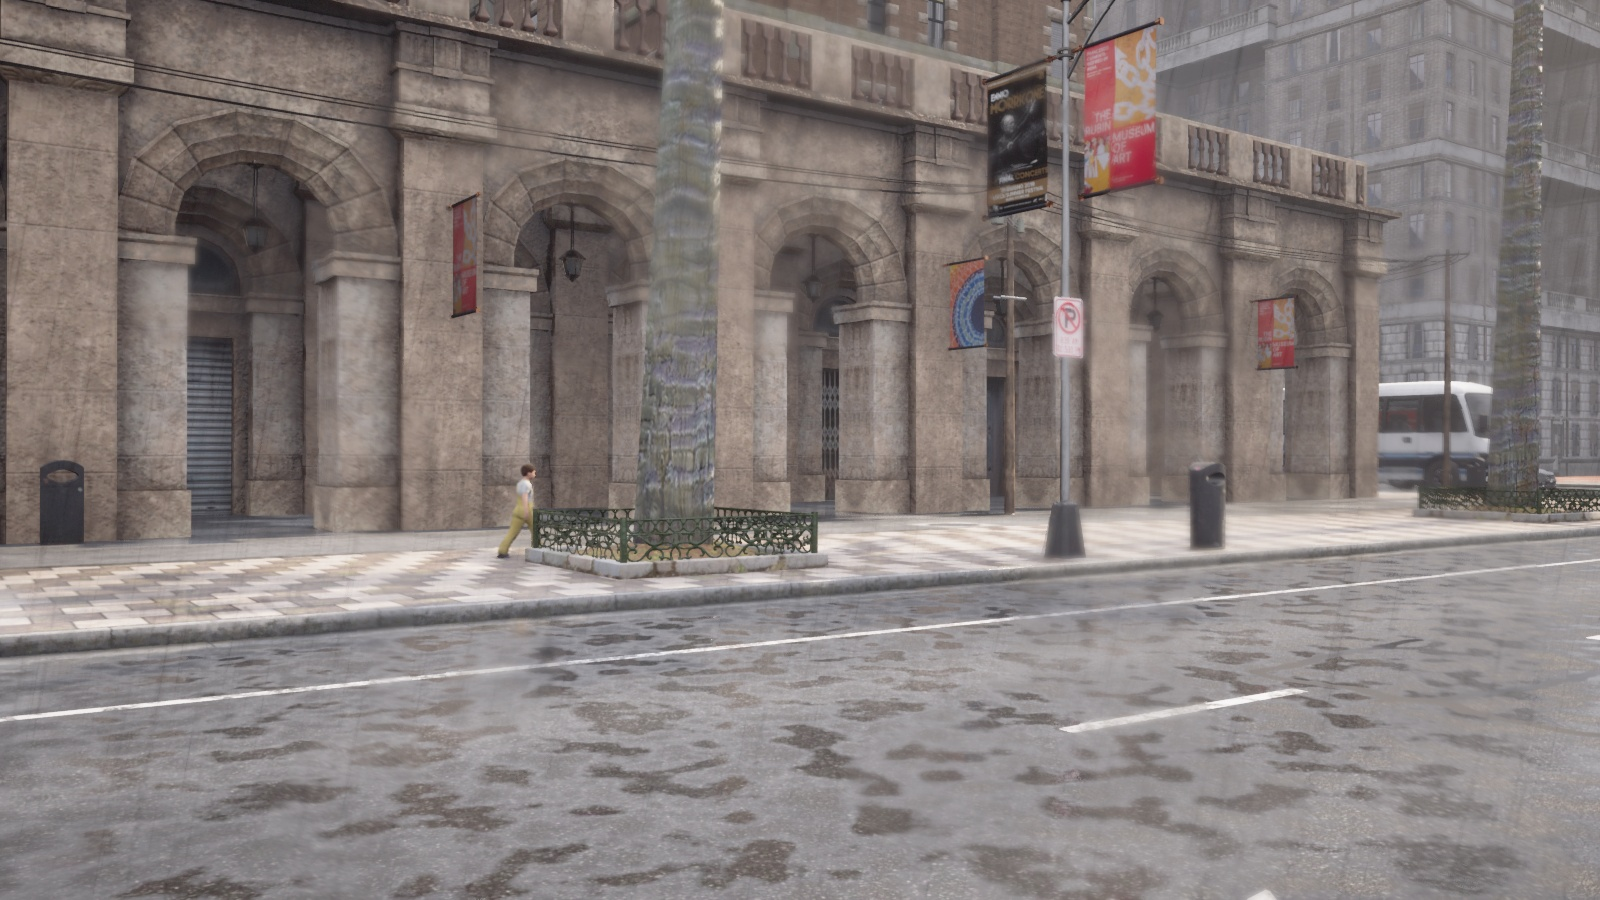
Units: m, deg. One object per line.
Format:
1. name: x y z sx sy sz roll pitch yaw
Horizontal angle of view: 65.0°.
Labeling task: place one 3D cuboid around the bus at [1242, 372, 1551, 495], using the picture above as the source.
1. bus: 22.863 -0.560 48.917 3.944 4.253 10.273 0 0 -35

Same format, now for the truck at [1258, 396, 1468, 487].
1. truck: 25.497 -0.334 57.406 2.891 3.827 8.468 0 0 -35

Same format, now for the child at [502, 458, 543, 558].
1. child: -3.541 0.728 16.023 0.437 1.263 0.270 0 0 -36

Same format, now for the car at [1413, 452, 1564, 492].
1. car: 26.913 0.813 49.256 1.837 1.490 4.892 0 0 -34
